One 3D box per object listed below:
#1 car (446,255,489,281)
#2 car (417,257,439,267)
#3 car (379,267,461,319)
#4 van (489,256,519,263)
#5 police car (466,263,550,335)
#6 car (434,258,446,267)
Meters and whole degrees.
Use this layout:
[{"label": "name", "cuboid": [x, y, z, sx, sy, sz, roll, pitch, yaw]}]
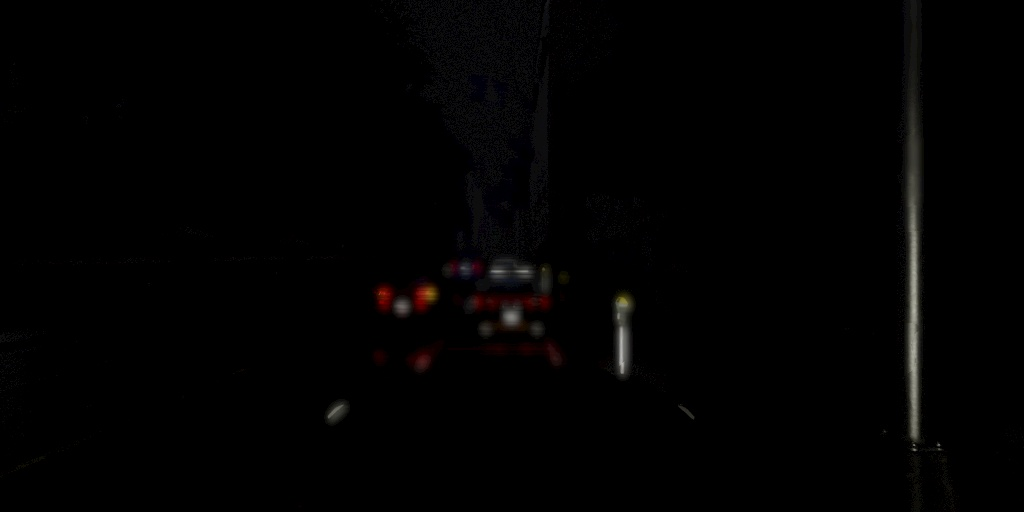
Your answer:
[{"label": "car", "cuboid": [-3.055, 0.956, 26.059, 2.150, 2.045, 5.566, 0, 0, -1]}, {"label": "car", "cuboid": [-8.813, 1.040, 38.791, 2.192, 1.841, 5.009, 0, 0, 0]}, {"label": "car", "cuboid": [-3.143, 1.273, 12.600, 1.812, 1.442, 4.674, 0, 0, 0]}, {"label": "van", "cuboid": [-0.289, 1.083, 21.849, 1.690, 1.789, 3.998, 0, 0, 0]}, {"label": "police car", "cuboid": [-0.011, 1.173, 10.610, 1.930, 1.638, 5.238, 0, 0, 0]}, {"label": "car", "cuboid": [-6.230, 1.220, 37.011, 2.128, 1.511, 4.902, 0, 0, 0]}]
